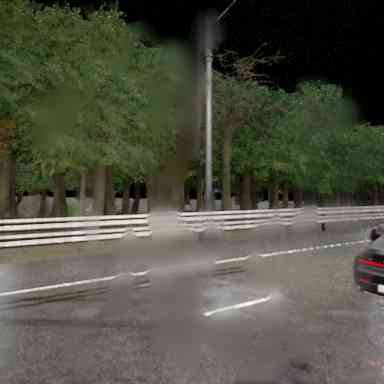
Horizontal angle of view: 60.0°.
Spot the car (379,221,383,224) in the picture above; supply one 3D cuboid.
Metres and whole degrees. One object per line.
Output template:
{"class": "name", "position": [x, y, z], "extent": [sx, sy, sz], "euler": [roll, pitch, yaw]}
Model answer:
{"class": "car", "position": [9.582, 1.634, 14.308], "extent": [4.181, 1.385, 1.994], "euler": [0, 0, -33]}

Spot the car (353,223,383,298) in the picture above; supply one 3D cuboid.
{"class": "car", "position": [5.591, 1.543, 7.490], "extent": [4.892, 1.490, 1.837], "euler": [0, 0, -34]}
